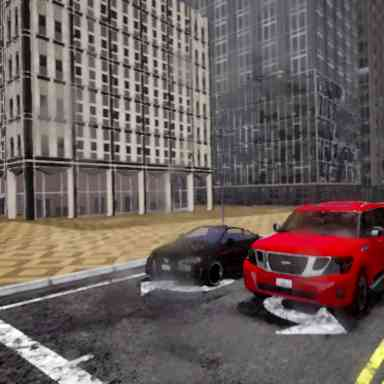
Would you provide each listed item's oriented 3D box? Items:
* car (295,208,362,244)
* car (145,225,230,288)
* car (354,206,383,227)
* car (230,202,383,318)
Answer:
[{"bbox_3d":[7.245,1.670,17.397,1.812,1.442,4.674,-1,-1,41],"label":"car"},{"bbox_3d":[0.651,1.693,9.798,1.994,1.385,4.181,-1,-1,41],"label":"car"},{"bbox_3d":[13.983,1.761,25.147,1.895,1.301,4.718,-1,-1,41],"label":"car"},{"bbox_3d":[3.462,1.291,8.087,2.150,2.045,5.566,-1,-1,41],"label":"car"}]
